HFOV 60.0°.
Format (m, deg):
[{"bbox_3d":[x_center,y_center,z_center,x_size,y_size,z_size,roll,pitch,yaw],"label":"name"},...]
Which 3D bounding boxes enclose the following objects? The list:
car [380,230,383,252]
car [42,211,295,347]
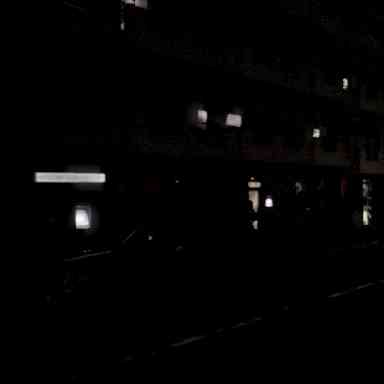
[{"bbox_3d":[9.104,1.620,13.069,4.507,1.381,1.887,0,-1,-35],"label":"car"},{"bbox_3d":[-0.121,1.334,6.494,5.009,1.841,2.192,0,-1,-35],"label":"car"}]
